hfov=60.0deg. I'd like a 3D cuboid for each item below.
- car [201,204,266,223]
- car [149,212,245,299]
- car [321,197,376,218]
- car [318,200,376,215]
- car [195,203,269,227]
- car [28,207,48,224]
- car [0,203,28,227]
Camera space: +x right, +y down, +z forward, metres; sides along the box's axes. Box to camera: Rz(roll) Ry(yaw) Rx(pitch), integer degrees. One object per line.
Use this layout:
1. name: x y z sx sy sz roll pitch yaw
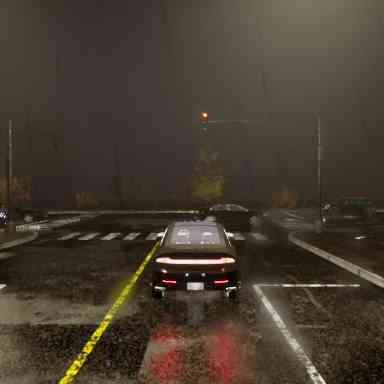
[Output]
1. car: 3.057 1.570 25.241 4.718 1.301 1.895 0 1 1
2. car: 0.084 1.489 8.436 2.128 1.511 4.902 0 0 1
3. car: 13.147 1.232 28.539 4.553 1.767 2.097 0 1 -1
4. car: 14.752 1.429 31.820 4.718 1.301 1.895 0 1 -2
5. car: 2.581 1.486 21.996 4.902 1.511 2.128 0 0 1
6. car: -13.635 1.573 25.386 5.008 1.535 1.882 0 1 1
7. car: -13.901 1.490 22.100 4.553 1.767 2.097 0 1 2
